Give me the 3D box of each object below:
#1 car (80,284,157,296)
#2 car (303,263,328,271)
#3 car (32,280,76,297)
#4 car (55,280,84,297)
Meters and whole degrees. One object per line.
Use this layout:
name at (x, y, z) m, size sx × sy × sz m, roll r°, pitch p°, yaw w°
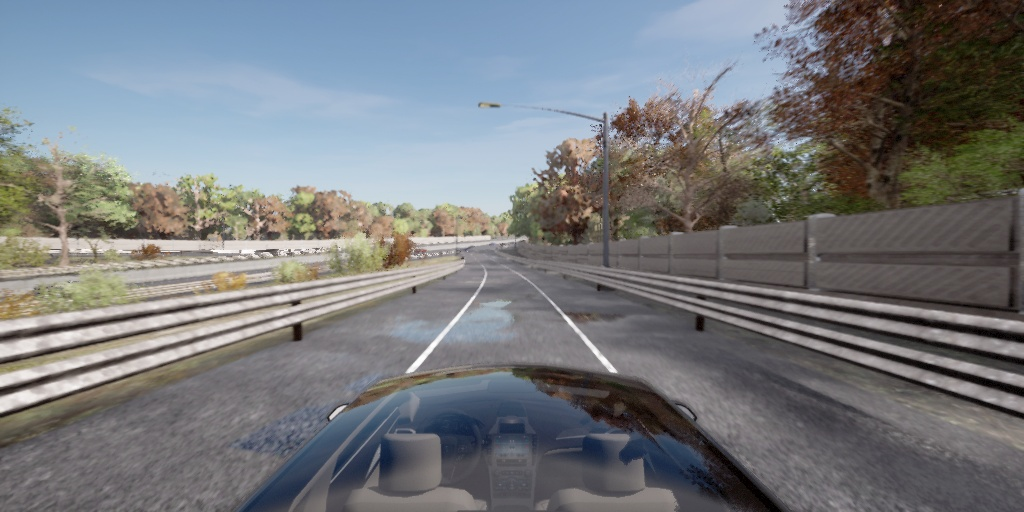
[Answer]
car at (-37.113, 3.382, 34.185) m, size 1.895 × 1.301 × 4.718 m, roll 1°, pitch 4°, yaw 15°
car at (-31.189, 1.769, 56.529) m, size 1.812 × 1.442 × 4.674 m, roll 1°, pitch 4°, yaw 15°
car at (-43.919, 3.177, 35.801) m, size 1.837 × 1.490 × 4.892 m, roll 1°, pitch 4°, yaw 15°
car at (-40.522, 3.290, 34.957) m, size 1.994 × 1.385 × 4.181 m, roll 1°, pitch 4°, yaw 15°
